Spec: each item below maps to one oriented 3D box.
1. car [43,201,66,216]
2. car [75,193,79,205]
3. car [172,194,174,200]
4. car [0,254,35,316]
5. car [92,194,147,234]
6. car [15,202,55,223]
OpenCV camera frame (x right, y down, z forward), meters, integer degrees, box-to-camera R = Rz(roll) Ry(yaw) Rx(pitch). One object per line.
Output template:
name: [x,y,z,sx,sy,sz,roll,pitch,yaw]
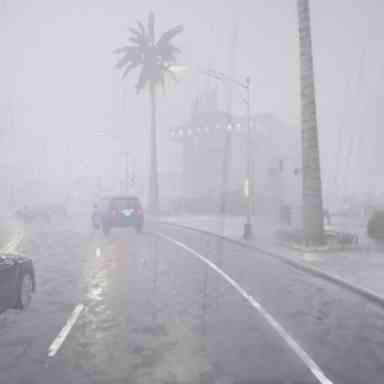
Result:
car: [-14.491,1.658,33.778,1.837,1.490,4.892,0,0,-43]
car: [-22.983,1.528,62.200,4.553,1.767,2.185,0,0,31]
car: [-2.739,1.652,63.327,4.674,1.452,2.002,0,0,31]
car: [-3.979,1.519,4.935,2.128,1.511,4.902,0,0,-6]
car: [-4.565,1.300,20.011,2.150,2.045,5.566,0,-1,-25]
car: [-13.028,1.727,27.072,1.895,1.301,4.718,0,0,-38]
